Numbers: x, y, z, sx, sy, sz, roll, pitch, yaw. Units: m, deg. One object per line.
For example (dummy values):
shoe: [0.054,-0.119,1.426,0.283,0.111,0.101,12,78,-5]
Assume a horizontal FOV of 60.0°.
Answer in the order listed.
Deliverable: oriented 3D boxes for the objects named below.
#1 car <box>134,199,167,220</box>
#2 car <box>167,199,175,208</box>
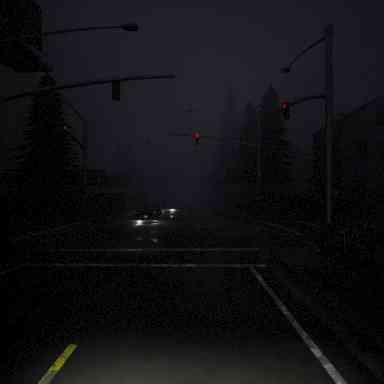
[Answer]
car: [-3.567,1.535,28.273,2.033,1.411,5.357,0,-1,0]
car: [-3.525,1.600,47.303,1.895,1.301,4.718,0,0,0]
